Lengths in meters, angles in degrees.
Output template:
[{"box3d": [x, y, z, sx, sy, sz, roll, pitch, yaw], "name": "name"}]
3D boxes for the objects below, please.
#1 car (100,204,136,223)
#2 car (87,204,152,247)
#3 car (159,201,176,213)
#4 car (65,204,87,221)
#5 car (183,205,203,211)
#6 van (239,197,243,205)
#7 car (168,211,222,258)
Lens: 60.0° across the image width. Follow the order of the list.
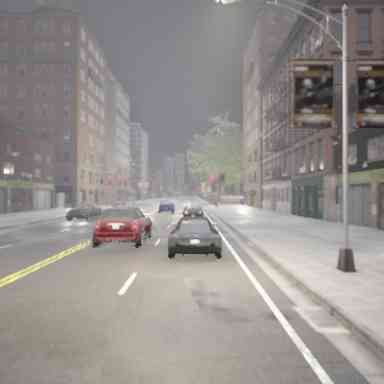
[{"box3d": [-6.501, 1.816, 29.819, 2.033, 1.411, 5.357, 0, -1, 0], "name": "car"}, {"box3d": [-3.148, 1.495, 15.867, 2.097, 1.767, 4.553, 0, 0, 0], "name": "car"}, {"box3d": [-3.148, 1.862, 42.453, 1.882, 1.535, 5.008, 0, -1, 0], "name": "car"}, {"box3d": [-9.747, 1.821, 30.373, 2.033, 1.411, 5.357, 0, -1, 0], "name": "car"}, {"box3d": [0.104, 1.889, 32.014, 1.895, 1.301, 4.718, 0, -1, 0], "name": "car"}, {"box3d": [12.171, 2.063, 72.244, 3.998, 1.788, 1.690, 0, -1, 1], "name": "van"}, {"box3d": [0.102, 1.684, 13.385, 1.994, 1.385, 4.181, 0, -1, 0], "name": "car"}]
